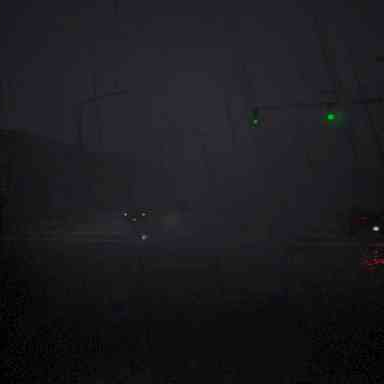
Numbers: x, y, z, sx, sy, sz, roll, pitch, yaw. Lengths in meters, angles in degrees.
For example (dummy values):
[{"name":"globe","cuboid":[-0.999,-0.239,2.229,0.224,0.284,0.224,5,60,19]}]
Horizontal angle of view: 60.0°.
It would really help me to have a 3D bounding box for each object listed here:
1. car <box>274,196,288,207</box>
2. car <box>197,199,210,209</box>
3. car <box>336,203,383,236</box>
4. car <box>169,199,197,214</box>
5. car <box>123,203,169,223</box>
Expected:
[{"name":"car","cuboid":[12.160,1.274,45.696,2.128,1.511,4.902,-1,0,14]},{"name":"car","cuboid":[1.030,1.606,45.026,1.895,1.301,4.718,-1,0,14]},{"name":"car","cuboid":[8.650,1.341,16.957,1.837,1.490,4.892,-1,0,14]},{"name":"car","cuboid":[-1.410,1.540,35.357,2.128,1.511,4.902,-1,0,14]},{"name":"car","cuboid":[-3.663,1.689,26.293,1.895,1.301,4.718,-1,0,14]}]
